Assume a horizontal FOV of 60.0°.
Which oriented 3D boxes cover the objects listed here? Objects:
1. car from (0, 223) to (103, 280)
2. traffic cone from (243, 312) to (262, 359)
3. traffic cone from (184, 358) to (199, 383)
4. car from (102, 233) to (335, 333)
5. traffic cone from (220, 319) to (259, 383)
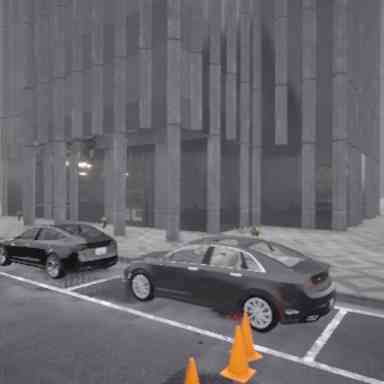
[{"bbox_3d":[-4.098,1.597,9.989,4.313,1.339,1.947,0,0,35],"label":"car"},{"bbox_3d":[0.742,1.976,4.627,0.340,0.580,0.340,0,0,-26],"label":"traffic cone"},{"bbox_3d":[-0.005,1.970,3.348,0.340,0.580,0.340,0,0,35],"label":"traffic cone"},{"bbox_3d":[0.497,1.579,6.717,4.403,1.369,2.008,0,0,35],"label":"car"},{"bbox_3d":[0.575,1.974,4.162,0.340,0.580,0.340,0,0,35],"label":"traffic cone"}]
